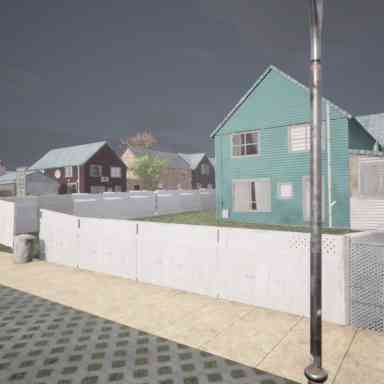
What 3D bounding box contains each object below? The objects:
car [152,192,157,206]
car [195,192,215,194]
[{"bbox_3d":[-3.652,0.770,34.157,1.882,1.535,5.008,-1,1,35],"label":"car"},{"bbox_3d":[0.720,0.631,35.257,2.128,1.511,4.902,-1,1,35],"label":"car"}]
